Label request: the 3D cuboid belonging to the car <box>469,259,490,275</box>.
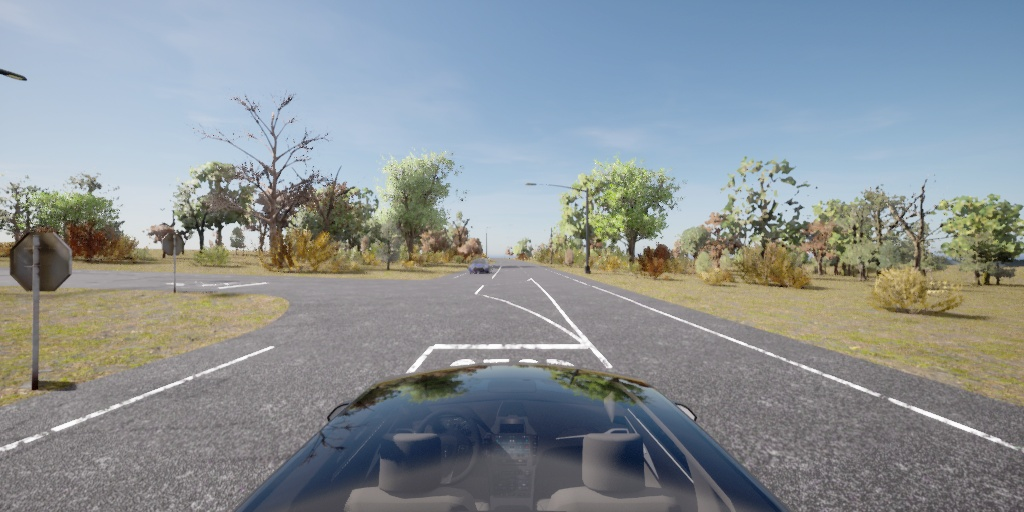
[{"bbox_3d":[-3.553,1.119,40.053,2.097,1.767,4.553,0,0,0],"label":"car"}]
